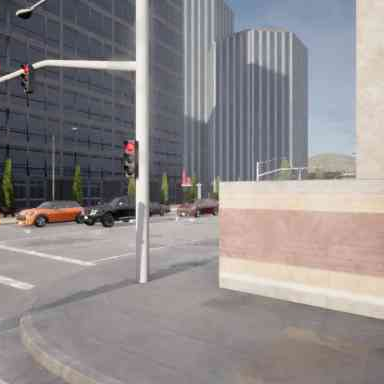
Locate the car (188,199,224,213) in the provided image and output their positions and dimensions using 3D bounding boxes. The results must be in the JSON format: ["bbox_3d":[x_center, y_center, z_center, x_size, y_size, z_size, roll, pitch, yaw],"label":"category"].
[{"bbox_3d":[1.730,1.560,39.116,1.837,1.490,4.892,0,0,36],"label":"car"}]

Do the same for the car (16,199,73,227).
[{"bbox_3d":[-9.725,1.407,23.194,2.097,1.767,4.553,0,0,36],"label":"car"}]

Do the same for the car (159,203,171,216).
[{"bbox_3d":[-4.198,1.603,30.887,2.033,1.411,5.357,0,0,36],"label":"car"}]

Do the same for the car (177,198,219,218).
[{"bbox_3d":[0.561,1.407,31.507,2.097,1.767,4.553,0,0,36],"label":"car"}]

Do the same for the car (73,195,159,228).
[{"bbox_3d":[-5.170,1.277,23.539,2.150,2.045,5.566,0,0,36],"label":"car"}]
